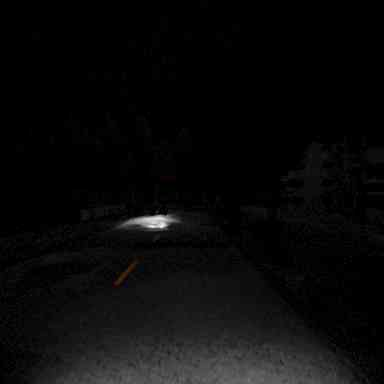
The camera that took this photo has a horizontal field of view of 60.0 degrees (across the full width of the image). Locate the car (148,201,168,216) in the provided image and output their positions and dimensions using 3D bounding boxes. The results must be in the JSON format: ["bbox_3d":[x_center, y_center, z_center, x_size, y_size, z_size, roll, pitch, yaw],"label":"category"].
[{"bbox_3d":[-4.017,2.155,41.030,2.128,1.511,4.902,0,-1,0],"label":"car"}]

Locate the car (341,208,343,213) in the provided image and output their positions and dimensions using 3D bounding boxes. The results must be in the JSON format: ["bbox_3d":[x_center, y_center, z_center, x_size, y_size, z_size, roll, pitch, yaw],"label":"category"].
[{"bbox_3d":[23.639,2.422,46.468,4.974,1.542,2.038,-1,-1,30],"label":"car"}]
